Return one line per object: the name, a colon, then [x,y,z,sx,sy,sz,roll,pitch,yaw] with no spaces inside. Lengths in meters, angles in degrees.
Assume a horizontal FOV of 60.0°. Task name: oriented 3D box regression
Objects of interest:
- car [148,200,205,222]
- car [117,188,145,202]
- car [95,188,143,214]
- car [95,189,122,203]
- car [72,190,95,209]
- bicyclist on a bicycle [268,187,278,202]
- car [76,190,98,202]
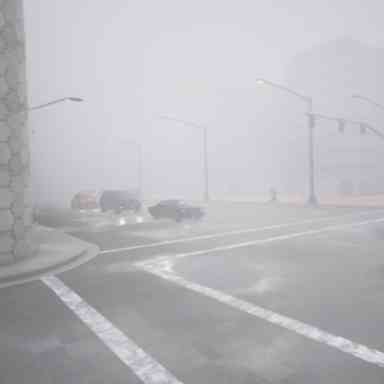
car: [-1.147,1.235,22.986,1.895,1.301,4.718,-3,2,-35]
car: [-9.912,0.478,53.799,2.150,2.045,5.566,-3,2,-35]
car: [-6.722,0.868,30.817,2.150,2.045,5.566,-3,2,-35]
car: [-13.320,0.615,52.558,2.150,2.045,5.566,-3,2,-36]
car: [-12.587,1.009,39.111,2.097,1.767,4.553,-3,1,-35]
bicyclist on a bicycle: [9.036,0.306,37.072,1.656,1.620,0.582,-3,2,-35]
car: [-19.442,0.627,61.190,2.150,2.045,5.566,-3,2,-35]
